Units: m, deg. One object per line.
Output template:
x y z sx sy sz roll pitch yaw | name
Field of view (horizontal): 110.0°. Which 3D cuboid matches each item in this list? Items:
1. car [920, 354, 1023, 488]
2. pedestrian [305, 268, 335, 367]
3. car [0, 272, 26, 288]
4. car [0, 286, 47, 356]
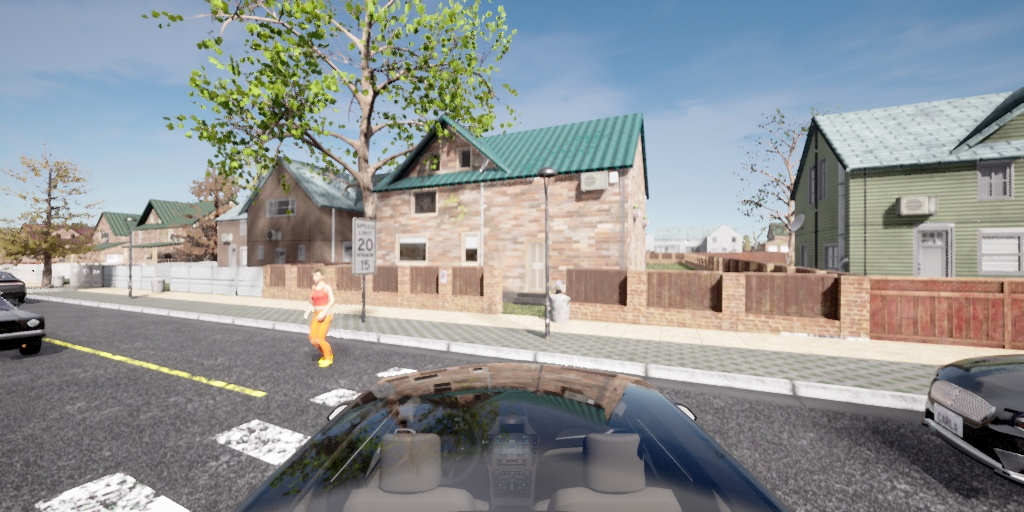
6.209 1.214 2.257 4.902 1.511 2.128 0 -1 25 | car
-3.484 1.084 6.549 0.375 1.860 0.375 0 0 25 | pedestrian
-24.744 1.472 16.728 4.902 1.511 2.128 -1 -1 25 | car
-11.807 1.431 7.419 4.718 1.301 1.895 0 -1 25 | car
